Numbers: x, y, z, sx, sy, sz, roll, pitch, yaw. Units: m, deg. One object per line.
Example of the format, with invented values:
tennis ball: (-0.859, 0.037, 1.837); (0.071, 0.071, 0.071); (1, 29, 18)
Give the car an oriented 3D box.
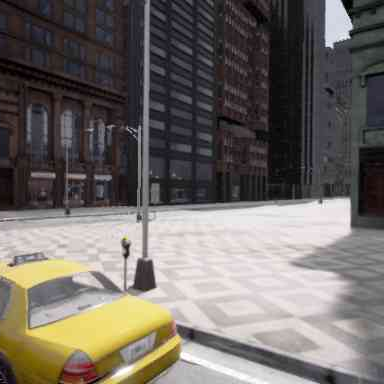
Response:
car: (-2.414, 1.522, 4.674); (4.829, 1.417, 1.752); (0, 1, 36)
